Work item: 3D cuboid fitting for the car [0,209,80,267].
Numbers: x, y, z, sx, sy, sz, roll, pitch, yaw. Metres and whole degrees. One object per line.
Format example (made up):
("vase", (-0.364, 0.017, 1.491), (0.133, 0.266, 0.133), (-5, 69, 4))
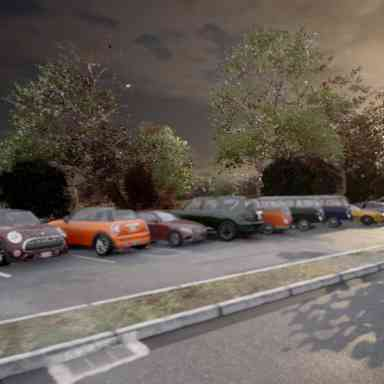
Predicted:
("car", (-6.349, 1.377, 11.568), (4.553, 1.767, 2.185), (-1, -1, 34))

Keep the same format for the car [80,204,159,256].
("car", (-3.885, 1.371, 13.265), (4.553, 1.767, 2.185), (-1, 0, 34))

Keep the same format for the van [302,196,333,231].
("van", (5.849, 1.251, 20.184), (4.442, 1.987, 1.878), (-1, -1, 34))

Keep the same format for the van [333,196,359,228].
("van", (8.264, 1.246, 21.927), (4.442, 1.987, 1.878), (-1, -1, 34))

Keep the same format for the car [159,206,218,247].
("car", (-1.491, 1.533, 15.027), (4.674, 1.452, 2.002), (-1, -1, 34))

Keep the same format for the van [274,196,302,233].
("van", (3.435, 1.256, 18.441), (4.442, 1.987, 1.878), (-1, -1, 34))

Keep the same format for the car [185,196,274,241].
("car", (0.896, 1.237, 16.780), (5.566, 2.045, 2.435), (-1, 0, 34))

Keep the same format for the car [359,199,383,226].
("car", (10.738, 1.463, 23.623), (5.366, 1.575, 1.946), (-1, -1, 34))
